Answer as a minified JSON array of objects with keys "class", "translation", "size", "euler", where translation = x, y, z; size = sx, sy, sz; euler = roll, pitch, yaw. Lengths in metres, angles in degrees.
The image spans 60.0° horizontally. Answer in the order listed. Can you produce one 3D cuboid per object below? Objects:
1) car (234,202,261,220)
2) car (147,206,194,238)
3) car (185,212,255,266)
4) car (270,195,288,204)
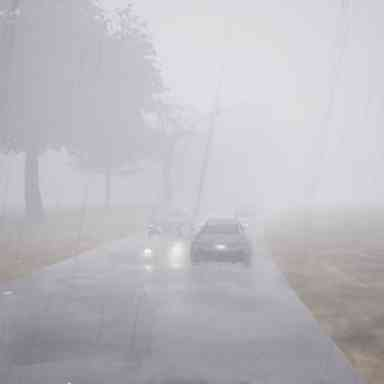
[{"class":"car","translation":[4.968,1.629,29.423],"size":[2.033,1.411,5.357],"euler":[0,0,18]},{"class":"car","translation":[-1.046,1.602,18.676],"size":[1.837,1.490,4.892],"euler":[0,0,12]},{"class":"car","translation":[1.112,1.644,12.027],"size":[1.994,1.385,4.181],"euler":[0,0,7]},{"class":"car","translation":[14.847,1.246,56.698],"size":[1.882,1.535,5.008],"euler":[0,1,35]}]
